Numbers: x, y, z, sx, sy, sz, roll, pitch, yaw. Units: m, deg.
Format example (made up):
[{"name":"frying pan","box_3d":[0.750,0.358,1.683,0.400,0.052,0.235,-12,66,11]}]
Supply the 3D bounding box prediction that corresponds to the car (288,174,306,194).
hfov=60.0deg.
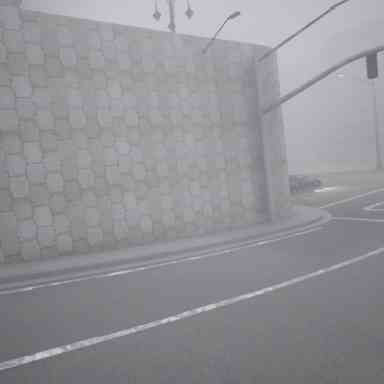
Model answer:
[{"name":"car","box_3d":[6.817,-0.603,28.352,2.097,1.767,4.553,-10,6,-35]}]

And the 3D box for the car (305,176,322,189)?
[{"name":"car","box_3d":[9.638,-0.907,30.415,1.994,1.385,4.181,-10,6,-34]}]
